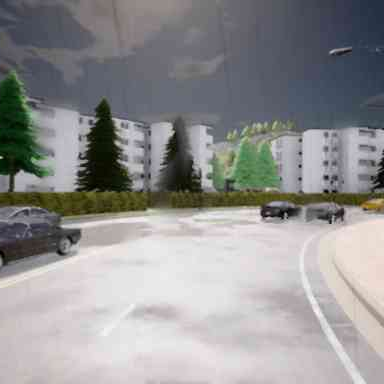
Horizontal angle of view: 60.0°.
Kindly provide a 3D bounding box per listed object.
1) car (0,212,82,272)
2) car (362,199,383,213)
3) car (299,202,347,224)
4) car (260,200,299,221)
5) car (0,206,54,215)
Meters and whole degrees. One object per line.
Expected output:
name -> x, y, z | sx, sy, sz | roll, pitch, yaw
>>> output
car -> -5.514, 1.515, 10.270 | 1.895, 1.301, 4.718 | 1, 0, 15
car -> 21.485, 1.517, 37.642 | 5.008, 1.535, 1.882 | 0, 0, -26
car -> 10.058, 1.497, 24.895 | 1.837, 1.490, 4.892 | 0, 0, 40
car -> 7.345, 1.437, 27.108 | 1.882, 1.535, 5.008 | 0, 0, 40
car -> -7.866, 1.369, 14.561 | 2.128, 1.511, 4.902 | 1, 0, 19
